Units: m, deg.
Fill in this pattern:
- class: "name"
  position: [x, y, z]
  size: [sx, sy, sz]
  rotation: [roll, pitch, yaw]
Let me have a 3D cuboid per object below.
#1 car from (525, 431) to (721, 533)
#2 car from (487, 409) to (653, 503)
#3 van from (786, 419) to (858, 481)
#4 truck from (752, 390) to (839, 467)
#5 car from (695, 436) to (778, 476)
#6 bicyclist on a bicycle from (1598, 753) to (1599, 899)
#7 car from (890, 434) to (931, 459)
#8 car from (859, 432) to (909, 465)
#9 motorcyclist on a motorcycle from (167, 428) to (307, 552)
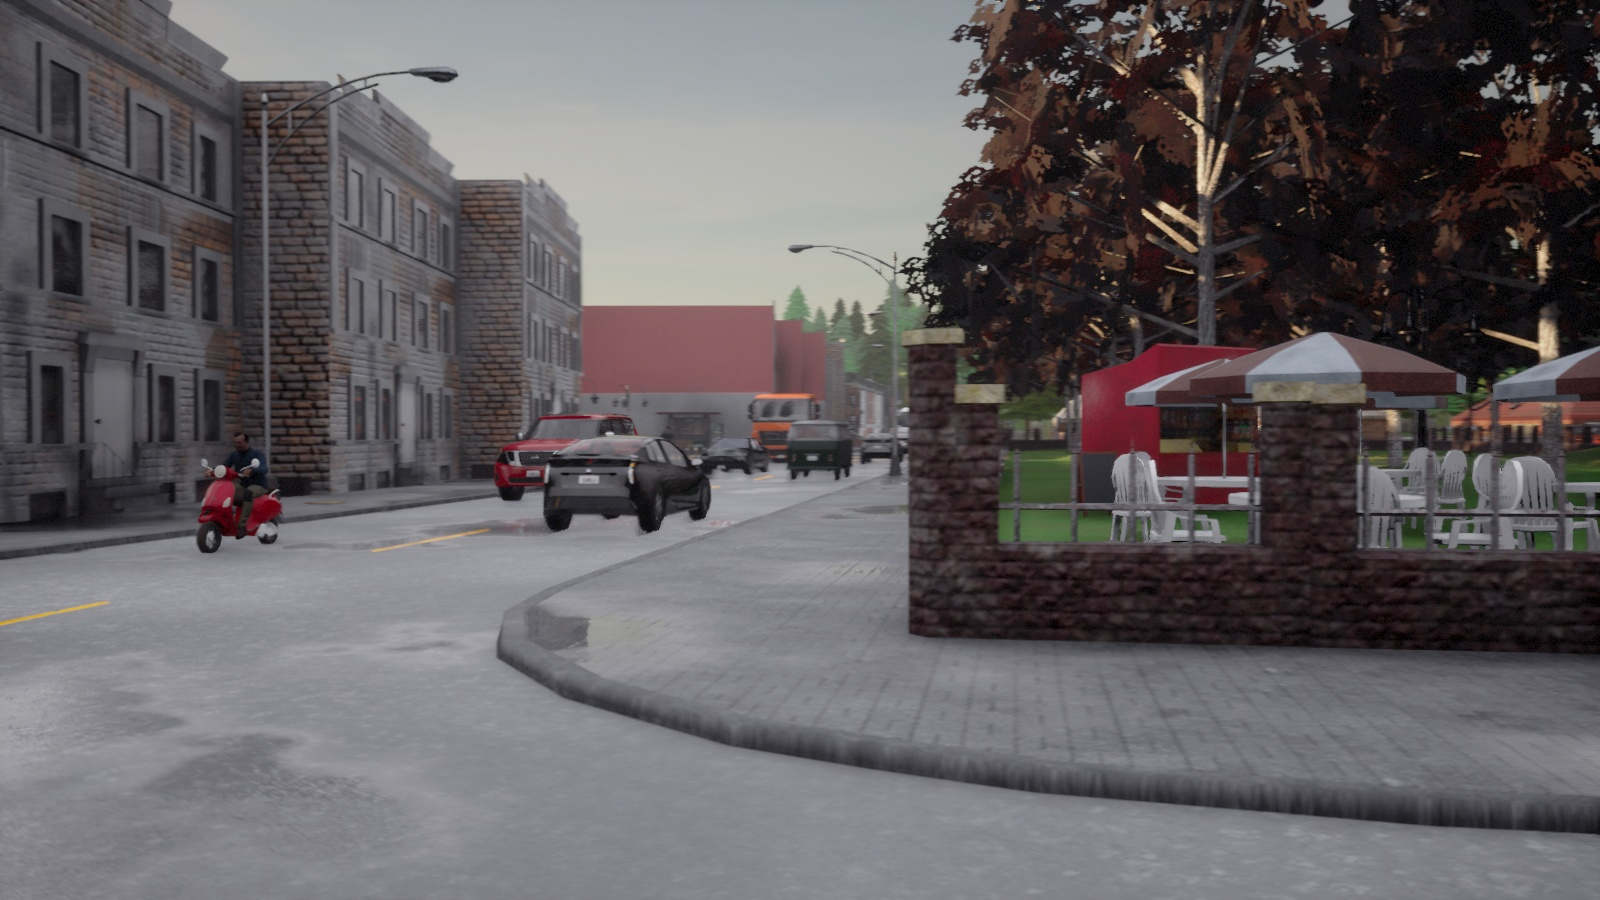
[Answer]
- class: "car"
  position: [-2.841, 0.453, 21.302]
  size: [2.007, 1.525, 4.514]
  rotation: [0, 1, 10]
- class: "car"
  position: [-5.361, 0.085, 30.245]
  size: [2.150, 2.045, 5.566]
  rotation: [0, 1, 10]
- class: "van"
  position: [0.807, -0.029, 42.595]
  size: [1.775, 1.987, 4.442]
  rotation: [0, 1, 10]
- class: "truck"
  position: [-0.088, -1.033, 61.029]
  size: [2.891, 3.462, 7.936]
  rotation: [0, 1, 10]
- class: "car"
  position: [-2.336, 0.173, 47.958]
  size: [2.033, 1.411, 5.357]
  rotation: [0, 1, 10]
- class: "bicyclist on a bicycle"
  position: [2.991, 0.670, 2.872]
  size: [1.843, 1.776, 0.659]
  rotation: [1, 1, 10]
- class: "car"
  position: [6.913, -0.263, 78.137]
  size: [2.163, 1.488, 4.792]
  rotation: [0, 1, 10]
- class: "car"
  position: [4.187, -0.102, 62.318]
  size: [2.007, 1.525, 4.514]
  rotation: [0, 1, 10]
- class: "motorcyclist on a motorcycle"
  position: [-7.614, 0.498, 17.075]
  size: [0.866, 1.590, 1.817]
  rotation: [0, 1, 10]
